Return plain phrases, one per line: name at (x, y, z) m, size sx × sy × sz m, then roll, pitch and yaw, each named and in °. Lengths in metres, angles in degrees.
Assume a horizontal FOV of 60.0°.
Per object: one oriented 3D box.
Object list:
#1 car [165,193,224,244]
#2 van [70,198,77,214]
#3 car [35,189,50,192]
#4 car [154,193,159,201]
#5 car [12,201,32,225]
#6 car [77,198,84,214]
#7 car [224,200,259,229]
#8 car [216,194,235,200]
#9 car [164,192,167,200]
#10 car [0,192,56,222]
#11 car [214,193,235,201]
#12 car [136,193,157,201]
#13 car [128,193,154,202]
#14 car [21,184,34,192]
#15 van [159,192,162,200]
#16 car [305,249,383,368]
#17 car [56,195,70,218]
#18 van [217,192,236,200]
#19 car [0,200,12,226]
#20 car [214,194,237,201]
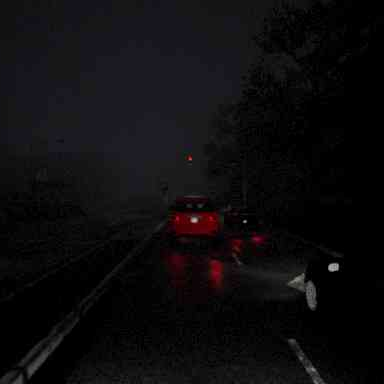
car at (0.099, 1.237, 16.010) m, size 2.150 × 2.045 × 5.566 m, roll 0°, pitch 0°, yaw 0°
van at (-13.609, 1.321, 31.765) m, size 4.442 × 1.987 × 1.878 m, roll -1°, pitch 0°, yaw -19°
car at (-28.181, 0.190, 63.415) m, size 2.002 × 1.452 × 4.674 m, roll 6°, pitch -3°, yaw -19°
car at (-10.819, 1.380, 75.542) m, size 5.366 × 1.575 × 1.946 m, roll -1°, pitch 0°, yaw -15°
car at (-13.775, 1.564, 22.696) m, size 4.674 × 1.452 × 2.002 m, roll -1°, pitch 0°, yaw -20°
car at (-13.635, 1.430, 34.743) m, size 4.553 × 1.767 × 2.185 m, roll -1°, pitch 0°, yaw -19°
car at (3.118, 1.522, 21.895) m, size 2.128 × 1.511 × 4.902 m, roll 0°, pitch 0°, yaw 0°
car at (9.068, 1.376, 89.890) m, size 4.674 × 1.452 × 2.002 m, roll 1°, pitch 0°, yaw -12°
car at (-9.662, 1.435, 87.501) m, size 4.674 × 1.452 × 2.002 m, roll -1°, pitch 0°, yaw -13°
car at (-13.796, 1.281, 25.693) m, size 5.566 × 2.045 × 2.435 m, roll -1°, pitch 0°, yaw -20°
car at (7.647, 1.209, 78.120) m, size 4.553 × 1.767 × 2.185 m, roll 1°, pitch 0°, yaw -14°
car at (-10.726, 1.263, 78.494) m, size 4.553 × 1.767 × 2.185 m, roll -1°, pitch 0°, yaw -14°
car at (-11.463, 1.420, 72.550) m, size 4.792 × 1.488 × 2.163 m, roll -1°, pitch 0°, yaw -15°
car at (-31.175, -0.373, 63.475) m, size 2.435 × 2.045 × 5.566 m, roll 6°, pitch -3°, yaw -19°
van at (-10.261, 1.163, 81.535) m, size 4.442 × 1.987 × 1.878 m, roll -1°, pitch 0°, yaw -14°
car at (3.099, 1.476, 4.426) m, size 1.882 × 1.535 × 5.008 m, roll 0°, pitch 0°, yaw 0°
car at (-13.724, 1.288, 28.729) m, size 5.566 × 2.045 × 2.435 m, roll -1°, pitch 0°, yaw -20°
van at (7.264, 1.108, 75.150) m, size 4.442 × 1.987 × 1.878 m, roll 1°, pitch 0°, yaw -14°
car at (-13.964, 1.515, 19.629) m, size 5.366 × 1.575 × 1.946 m, roll -1°, pitch 0°, yaw -20°
car at (8.182, 1.334, 81.113) m, size 5.366 × 1.575 × 1.946 m, roll 1°, pitch 0°, yaw -13°
